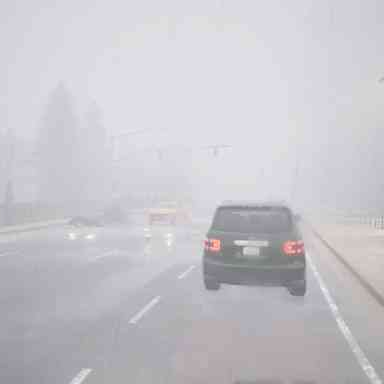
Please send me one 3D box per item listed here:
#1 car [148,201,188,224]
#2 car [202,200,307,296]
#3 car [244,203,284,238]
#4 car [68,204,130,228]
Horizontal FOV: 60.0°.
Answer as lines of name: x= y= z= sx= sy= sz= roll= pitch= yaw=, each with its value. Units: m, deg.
car: x=-1.707 y=1.464 z=24.743 sx=1.882 sy=1.535 sz=5.008 roll=0 pitch=0 yaw=14
car: x=1.723 y=1.212 z=8.920 sx=2.150 sy=2.045 sz=5.566 roll=0 pitch=0 yaw=13
car: x=4.111 y=1.456 z=18.678 sx=1.882 sy=1.535 sz=5.008 roll=0 pitch=0 yaw=14
car: x=-5.971 y=1.538 z=22.244 sx=2.033 sy=1.411 sz=5.357 roll=0 pitch=0 yaw=15
